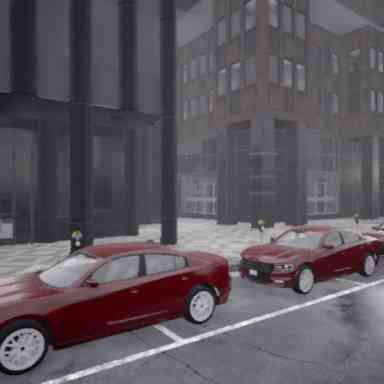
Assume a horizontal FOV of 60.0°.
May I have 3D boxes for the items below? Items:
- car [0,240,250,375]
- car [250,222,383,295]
[{"bbox_3d":[-1.361,1.557,5.572,4.507,1.381,1.887,0,-1,-35],"label":"car"},{"bbox_3d":[3.218,1.589,8.838,4.507,1.381,1.887,0,-1,-35],"label":"car"}]
